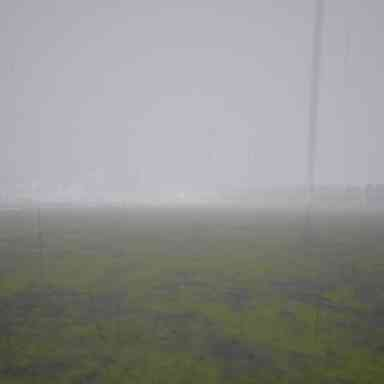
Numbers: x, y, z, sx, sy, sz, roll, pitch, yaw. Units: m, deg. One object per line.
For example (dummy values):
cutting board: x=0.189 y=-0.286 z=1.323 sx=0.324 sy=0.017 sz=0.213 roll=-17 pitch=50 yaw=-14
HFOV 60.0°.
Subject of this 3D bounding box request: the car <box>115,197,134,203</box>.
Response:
car: x=-14.025 y=1.683 z=69.751 sx=2.097 sy=1.767 sz=4.553 roll=0 pitch=0 yaw=36
